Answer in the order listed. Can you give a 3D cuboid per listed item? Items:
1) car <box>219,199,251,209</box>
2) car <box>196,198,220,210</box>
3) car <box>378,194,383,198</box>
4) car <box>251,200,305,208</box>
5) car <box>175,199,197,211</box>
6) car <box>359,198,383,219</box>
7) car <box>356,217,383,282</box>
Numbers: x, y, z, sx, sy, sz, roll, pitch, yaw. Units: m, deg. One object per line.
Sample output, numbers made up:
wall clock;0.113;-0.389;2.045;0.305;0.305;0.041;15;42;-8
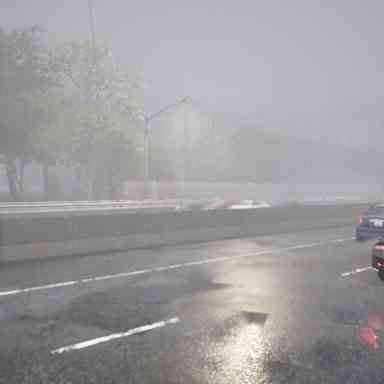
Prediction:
car;4.958;1.453;29.022;4.674;1.442;1.812;0;0;-35
car;3.083;1.452;31.983;4.674;1.442;1.812;0;0;-35
car;34.041;1.178;58.243;4.553;1.767;2.097;0;0;-35
car;7.262;1.431;26.365;4.892;1.490;1.837;0;0;-35
car;0.470;1.421;33.859;4.902;1.511;2.128;0;0;-38
car;9.239;1.296;14.636;4.553;1.767;2.097;0;0;-35
car;6.397;1.455;8.314;4.902;1.511;2.128;0;0;-35
